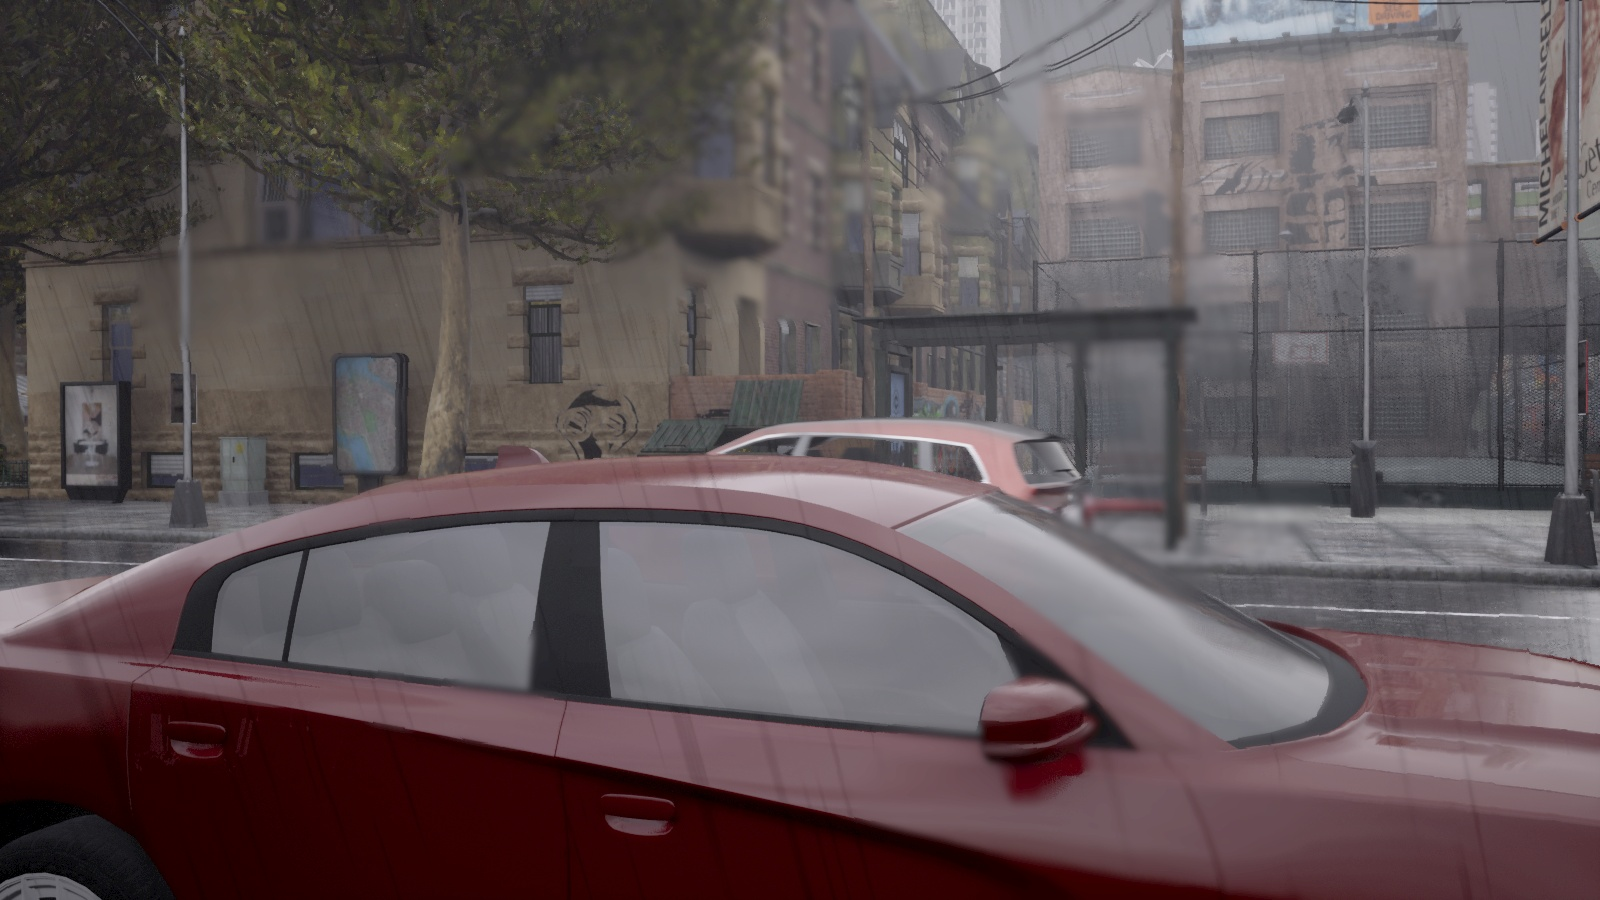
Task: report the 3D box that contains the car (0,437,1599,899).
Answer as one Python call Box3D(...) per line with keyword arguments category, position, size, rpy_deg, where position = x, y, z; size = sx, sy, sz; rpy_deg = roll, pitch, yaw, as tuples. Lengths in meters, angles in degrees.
Box3D(category="car", position=(0.026, 0.754, 3.152), size=(5.008, 1.535, 1.882), rpy_deg=(1, 1, 18))

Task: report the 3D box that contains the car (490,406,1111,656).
Box3D(category="car", position=(0.001, 0.505, 10.381), size=(4.611, 1.667, 2.242), rpy_deg=(1, 1, 26))
